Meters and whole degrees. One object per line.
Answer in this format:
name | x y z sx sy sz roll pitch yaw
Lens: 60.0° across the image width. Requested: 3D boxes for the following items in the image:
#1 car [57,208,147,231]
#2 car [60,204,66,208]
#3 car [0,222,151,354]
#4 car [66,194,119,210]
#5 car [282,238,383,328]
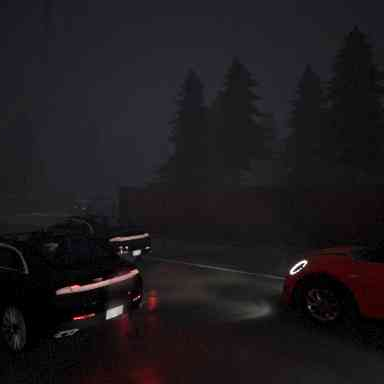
car | -3.497 1.495 10.802 4.902 1.511 2.128 0 0 37
car | -12.946 1.612 39.127 1.895 1.301 4.718 0 0 35
car | -3.062 1.494 6.147 4.902 1.511 2.128 0 0 36
car | -10.525 1.231 36.574 2.150 2.045 5.566 0 0 32
car | 3.889 1.352 5.518 4.553 1.767 2.097 0 0 36
